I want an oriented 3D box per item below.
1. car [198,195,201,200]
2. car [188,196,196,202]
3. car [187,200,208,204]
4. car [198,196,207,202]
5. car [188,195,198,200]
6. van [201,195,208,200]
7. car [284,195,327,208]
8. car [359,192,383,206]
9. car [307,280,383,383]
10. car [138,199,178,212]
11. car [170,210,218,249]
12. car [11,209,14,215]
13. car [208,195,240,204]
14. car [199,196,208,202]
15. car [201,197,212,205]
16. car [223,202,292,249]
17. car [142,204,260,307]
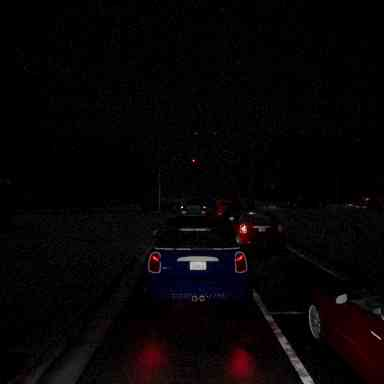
[{"bbox_3d":[2.631,1.366,56.953,2.192,1.841,5.009,-1,0,0],"label":"car"},{"bbox_3d":[0.010,1.716,84.665,1.895,1.301,4.718,0,0,0],"label":"car"},{"bbox_3d":[0.105,1.572,25.477,1.994,1.385,4.181,0,0,-1],"label":"car"},{"bbox_3d":[2.637,1.664,83.985,1.887,1.381,4.507,-1,0,0],"label":"car"},{"bbox_3d":[0.117,1.584,60.732,1.812,1.442,4.674,0,0,0],"label":"car"},{"bbox_3d":[2.631,1.382,51.547,1.690,1.788,3.998,-1,0,0],"label":"van"},{"bbox_3d":[13.575,1.132,39.883,4.892,1.490,1.837,-1,1,0],"label":"car"},{"bbox_3d":[22.527,0.764,39.884,4.553,1.767,2.097,-1,1,0],"label":"car"},{"bbox_3d":[2.629,1.581,3.576,1.802,1.307,4.206,-1,0,0],"label":"car"},{"bbox_3d":[-3.656,1.579,38.141,4.902,1.511,2.128,-2,1,-19],"label":"car"},{"bbox_3d":[0.096,1.602,15.465,1.895,1.301,4.718,0,0,0],"label":"car"},{"bbox_3d":[-22.526,2.123,36.914,4.902,1.511,2.128,-2,1,0],"label":"car"},{"bbox_3d":[2.628,1.323,25.186,2.192,1.841,5.009,-1,0,0],"label":"car"},{"bbox_3d":[2.636,1.654,78.579,2.008,1.369,4.403,-1,0,0],"label":"car"},{"bbox_3d":[2.635,1.644,62.359,1.802,1.307,4.206,-1,0,0],"label":"car"},{"bbox_3d":[2.629,1.441,14.381,1.967,1.590,4.097,-1,0,0],"label":"car"},{"bbox_3d":[0.070,1.352,8.130,2.097,1.767,4.553,0,0,-1],"label":"car"}]
